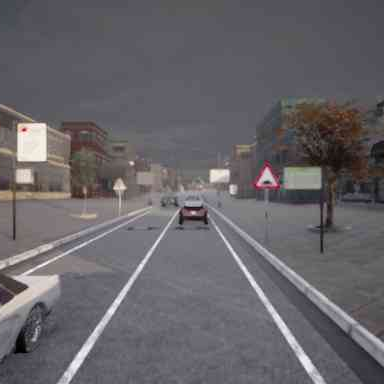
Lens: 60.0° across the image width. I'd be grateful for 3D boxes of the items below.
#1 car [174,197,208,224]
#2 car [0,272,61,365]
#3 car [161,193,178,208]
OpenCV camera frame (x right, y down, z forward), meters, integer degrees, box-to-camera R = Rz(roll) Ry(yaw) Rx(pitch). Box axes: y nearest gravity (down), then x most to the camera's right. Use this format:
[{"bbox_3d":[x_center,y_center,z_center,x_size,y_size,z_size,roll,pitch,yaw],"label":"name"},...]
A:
[{"bbox_3d":[0.083,1.383,23.930,2.163,1.488,4.792,0,0,0],"label":"car"},{"bbox_3d":[-3.102,1.587,3.288,1.895,1.301,4.718,0,0,0],"label":"car"},{"bbox_3d":[-3.097,1.137,47.097,2.150,2.045,5.566,0,-1,0],"label":"car"}]
